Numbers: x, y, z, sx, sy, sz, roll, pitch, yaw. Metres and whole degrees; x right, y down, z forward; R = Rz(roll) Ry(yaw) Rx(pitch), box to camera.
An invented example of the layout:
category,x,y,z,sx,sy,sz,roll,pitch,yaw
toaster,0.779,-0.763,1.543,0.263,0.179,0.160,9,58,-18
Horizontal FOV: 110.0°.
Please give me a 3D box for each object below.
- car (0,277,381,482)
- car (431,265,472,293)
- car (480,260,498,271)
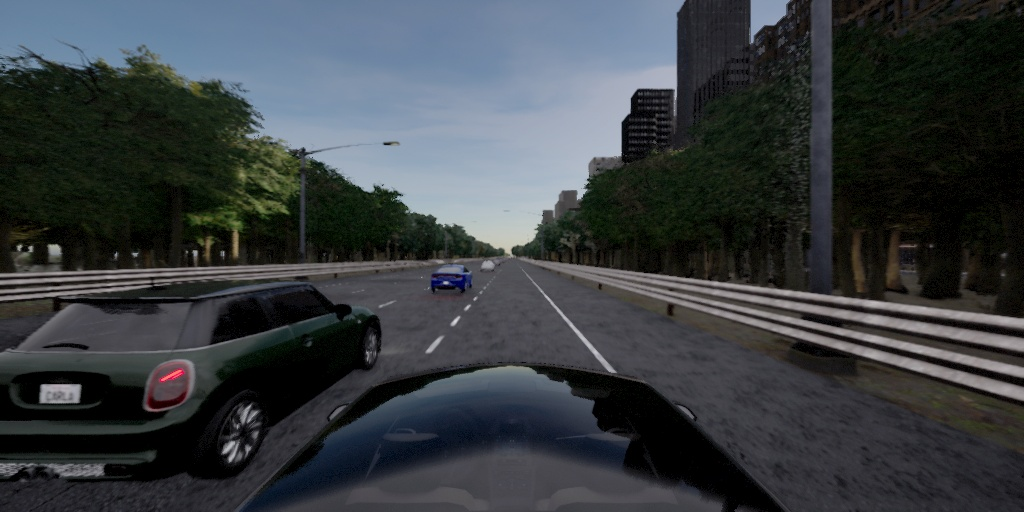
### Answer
category,x,y,z,sx,sy,sz,roll,pitch,yaw
car,-3.493,1.093,4.897,2.097,1.767,4.553,0,0,0
car,-3.500,1.280,21.443,1.882,1.535,5.008,0,0,0
car,-3.509,1.463,52.562,1.812,1.442,4.674,0,0,0
